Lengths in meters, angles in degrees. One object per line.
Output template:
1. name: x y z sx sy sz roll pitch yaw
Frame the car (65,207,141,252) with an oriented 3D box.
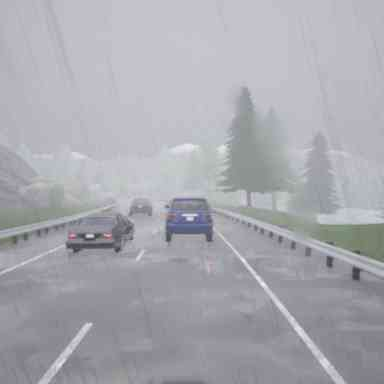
1. car: -3.584 1.553 13.885 2.033 1.411 5.357 0 0 -2

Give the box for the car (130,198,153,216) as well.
1. car: -4.972 1.366 32.719 2.097 1.767 4.553 0 0 -6

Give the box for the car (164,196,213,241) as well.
1. car: -0.212 1.228 16.812 2.150 2.045 5.566 0 0 -3

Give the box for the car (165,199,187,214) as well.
1. car: -1.863 1.562 36.521 2.033 1.411 5.357 0 0 -7
